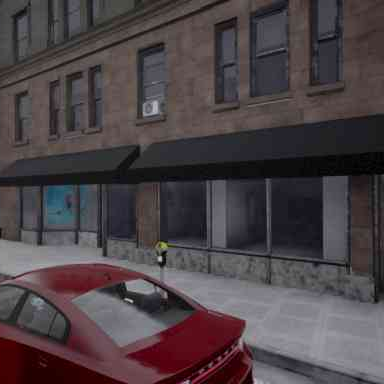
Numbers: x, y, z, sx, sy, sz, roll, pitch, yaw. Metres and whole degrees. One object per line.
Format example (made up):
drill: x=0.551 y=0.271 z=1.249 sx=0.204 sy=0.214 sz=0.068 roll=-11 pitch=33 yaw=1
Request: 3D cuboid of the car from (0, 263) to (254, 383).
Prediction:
car: x=-1.519 y=1.545 z=3.932 sx=4.507 sy=1.381 sz=1.887 roll=0 pitch=0 yaw=35
